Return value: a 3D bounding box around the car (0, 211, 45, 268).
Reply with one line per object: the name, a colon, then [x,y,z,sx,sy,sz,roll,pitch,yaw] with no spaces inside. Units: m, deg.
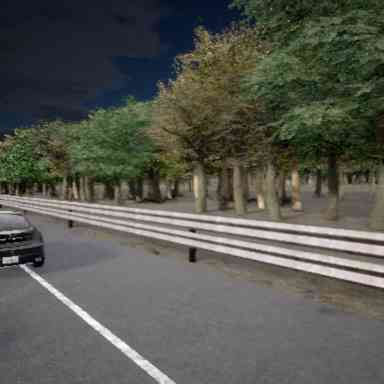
car: [-5.761,1.319,9.699,1.837,1.490,4.892,-2,2,-39]
